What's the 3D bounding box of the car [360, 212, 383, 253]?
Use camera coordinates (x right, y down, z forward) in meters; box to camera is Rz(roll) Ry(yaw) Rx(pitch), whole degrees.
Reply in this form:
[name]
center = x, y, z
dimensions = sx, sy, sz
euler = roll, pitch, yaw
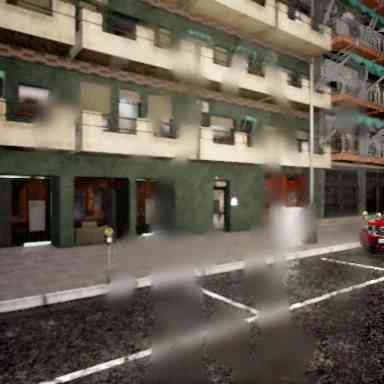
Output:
[car]
center = 8.429, 1.316, 12.570
dimensions = 5.009, 1.841, 2.192
euler = 0, 0, -35
